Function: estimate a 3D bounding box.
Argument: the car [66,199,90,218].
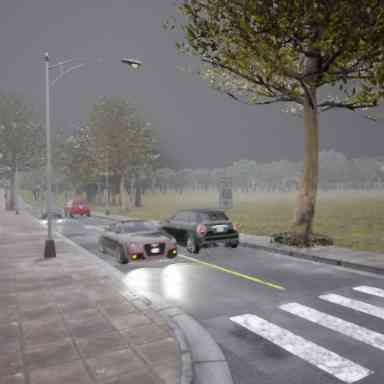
[{"bbox_3d":[-13.396,1.892,38.700,2.150,2.045,5.566,-1,-1,-29],"label":"car"}]

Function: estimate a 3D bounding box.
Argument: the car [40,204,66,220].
[{"bbox_3d":[-15.490,2.206,36.492,1.837,1.490,4.892,-1,-1,-29],"label":"car"}]

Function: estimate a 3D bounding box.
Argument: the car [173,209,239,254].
[{"bbox_3d":[0.049,1.532,14.779,2.097,1.767,4.553,-1,0,-29],"label":"car"}]

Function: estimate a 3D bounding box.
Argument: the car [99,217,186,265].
[{"bbox_3d":[-2.188,1.778,12.749,1.994,1.385,4.181,-1,0,-29],"label":"car"}]
